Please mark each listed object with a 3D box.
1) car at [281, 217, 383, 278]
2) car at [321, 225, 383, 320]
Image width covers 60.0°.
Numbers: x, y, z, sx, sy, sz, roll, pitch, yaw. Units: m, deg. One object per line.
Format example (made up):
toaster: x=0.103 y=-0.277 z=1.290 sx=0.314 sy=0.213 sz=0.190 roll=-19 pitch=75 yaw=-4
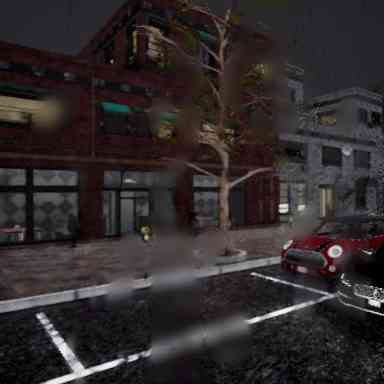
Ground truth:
car: x=4.481 y=1.494 z=9.762 sx=4.097 sy=1.590 sz=1.967 roll=0 pitch=-1 yaw=-35
car: x=5.011 y=1.547 z=6.933 sx=4.892 sy=1.490 sz=1.837 roll=-1 pitch=1 yaw=-35
